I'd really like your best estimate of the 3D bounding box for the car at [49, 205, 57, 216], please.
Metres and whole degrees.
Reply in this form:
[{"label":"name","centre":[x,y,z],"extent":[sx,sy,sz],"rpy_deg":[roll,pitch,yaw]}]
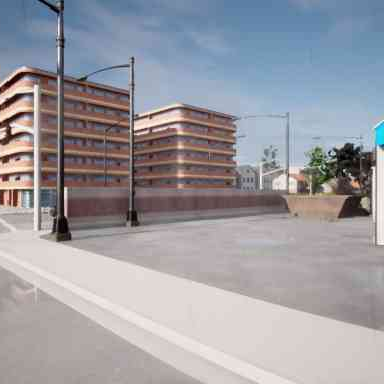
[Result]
[{"label":"car","centre":[-9.177,1.491,27.545],"extent":[4.902,1.511,2.128],"rpy_deg":[0,0,-44]}]
